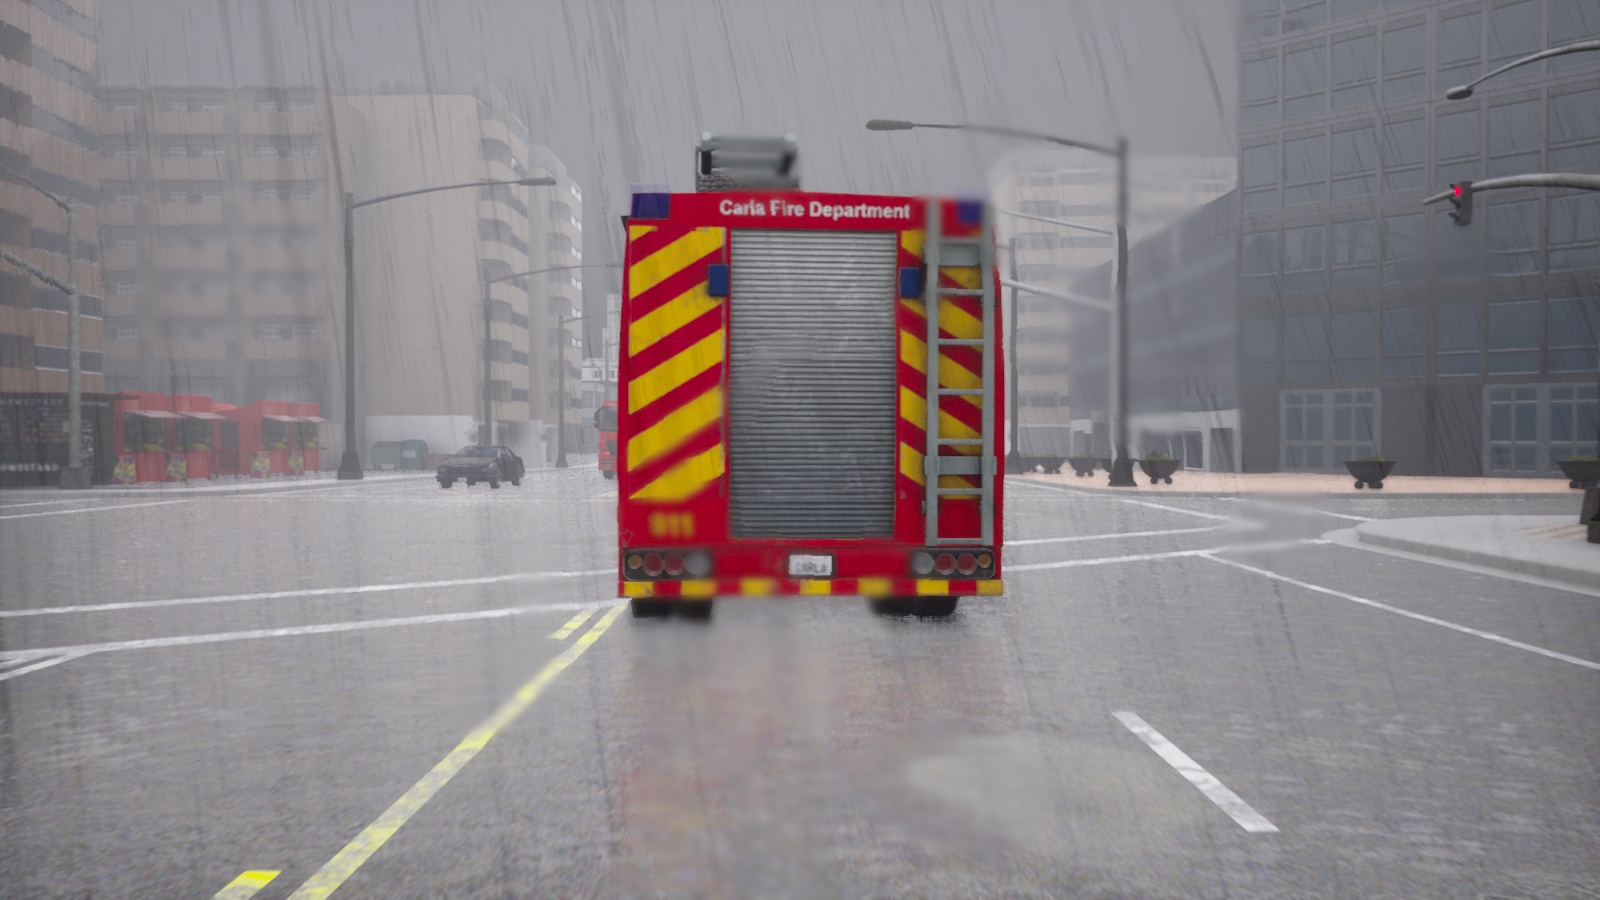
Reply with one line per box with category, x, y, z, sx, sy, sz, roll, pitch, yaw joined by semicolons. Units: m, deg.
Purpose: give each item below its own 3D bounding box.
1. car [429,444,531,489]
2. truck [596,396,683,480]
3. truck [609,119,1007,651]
car;-10.510;0.514;41.699;2.033;1.411;5.357;0;0;0
truck;-7.024;-0.483;56.110;2.891;3.462;7.936;0;0;0
truck;-0.307;-0.495;13.393;2.891;3.827;8.468;0;0;-5
